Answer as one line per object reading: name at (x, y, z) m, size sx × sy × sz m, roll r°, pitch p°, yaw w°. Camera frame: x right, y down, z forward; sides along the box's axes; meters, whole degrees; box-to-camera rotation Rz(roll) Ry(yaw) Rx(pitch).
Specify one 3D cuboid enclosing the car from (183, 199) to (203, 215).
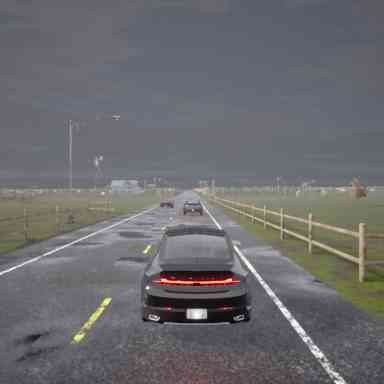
car at (0.095, 1.475, 33.196) m, size 2.128 × 1.511 × 4.902 m, roll 0°, pitch 0°, yaw 0°

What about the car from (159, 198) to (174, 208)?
car at (-3.504, 1.567, 46.911) m, size 1.895 × 1.301 × 4.718 m, roll 0°, pitch 0°, yaw 0°

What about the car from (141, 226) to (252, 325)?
car at (0.077, 1.504, 7.210) m, size 1.837 × 1.490 × 4.892 m, roll 0°, pitch 0°, yaw 0°
